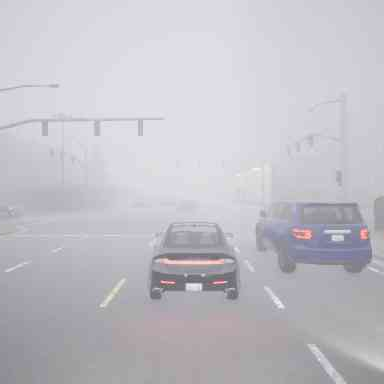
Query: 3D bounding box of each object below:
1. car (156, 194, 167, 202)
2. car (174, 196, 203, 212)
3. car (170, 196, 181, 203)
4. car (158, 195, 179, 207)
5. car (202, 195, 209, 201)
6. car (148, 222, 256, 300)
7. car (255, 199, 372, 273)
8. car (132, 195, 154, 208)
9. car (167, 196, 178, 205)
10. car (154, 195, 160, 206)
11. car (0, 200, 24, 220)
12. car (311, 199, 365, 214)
[{"bbox_3d":[-7.013,1.355,76.464,2.097,1.767,4.553,0,0,0],"label":"car"},{"bbox_3d":[-0.364,1.580,39.940,1.994,1.385,4.181,0,0,14],"label":"car"},{"bbox_3d":[-3.512,1.540,71.885,2.033,1.411,5.357,0,0,0],"label":"car"},{"bbox_3d":[-3.595,1.547,51.890,2.033,1.411,5.357,0,0,0],"label":"car"},{"bbox_3d":[3.485,1.525,88.830,2.128,1.511,4.902,0,0,0],"label":"car"},{"bbox_3d":[0.055,1.492,8.396,2.128,1.511,4.902,0,0,0],"label":"car"},{"bbox_3d":[3.570,1.221,10.841,2.150,2.045,5.566,0,0,0],"label":"car"},{"bbox_3d":[-7.153,1.352,47.272,2.097,1.767,4.553,0,0,2],"label":"car"},{"bbox_3d":[-3.578,1.505,61.485,1.837,1.490,4.892,0,0,1],"label":"car"},{"bbox_3d":[-7.094,1.352,56.096,2.097,1.767,4.553,0,0,0],"label":"car"},{"bbox_3d":[-16.914,1.408,28.435,4.553,1.767,2.097,0,0,-2],"label":"car"},{"bbox_3d":[15.577,1.560,35.638,4.892,1.490,1.837,0,0,0],"label":"car"}]
